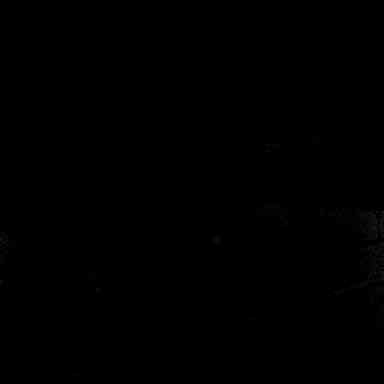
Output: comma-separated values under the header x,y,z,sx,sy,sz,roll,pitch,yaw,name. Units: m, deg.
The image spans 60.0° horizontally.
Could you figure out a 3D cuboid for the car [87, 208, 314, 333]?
x,y,z,sx,sy,sz,roll,pitch,yaw,name
0.477,1.311,6.987,5.009,1.841,2.192,0,0,-35,car
